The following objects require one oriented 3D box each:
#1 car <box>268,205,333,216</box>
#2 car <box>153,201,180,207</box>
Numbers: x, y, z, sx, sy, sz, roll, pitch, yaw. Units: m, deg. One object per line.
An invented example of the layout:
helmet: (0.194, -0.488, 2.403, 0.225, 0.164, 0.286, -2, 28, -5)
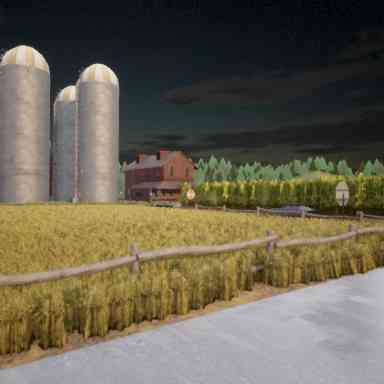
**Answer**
car: (8.564, 1.763, 26.767, 2.033, 1.411, 5.357, 1, -1, -36)
car: (-3.441, 1.872, 43.583, 1.895, 1.301, 4.718, 1, 0, -35)
